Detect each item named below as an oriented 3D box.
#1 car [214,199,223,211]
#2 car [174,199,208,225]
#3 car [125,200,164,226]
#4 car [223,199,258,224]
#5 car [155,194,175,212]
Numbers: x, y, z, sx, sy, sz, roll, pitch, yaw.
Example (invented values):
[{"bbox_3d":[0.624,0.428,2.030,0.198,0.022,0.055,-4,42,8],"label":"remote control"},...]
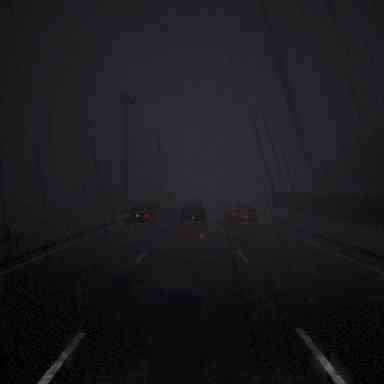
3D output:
[{"bbox_3d":[3.768,1.555,41.080,1.994,1.385,4.181,0,0,1],"label":"car"},{"bbox_3d":[0.102,1.487,24.252,2.128,1.511,4.902,0,0,1],"label":"car"},{"bbox_3d":[-3.411,1.543,23.440,2.033,1.411,5.357,0,0,0],"label":"car"},{"bbox_3d":[3.611,1.472,24.696,1.882,1.535,5.008,0,0,1],"label":"car"},{"bbox_3d":[-3.251,1.215,39.620,2.150,2.045,5.566,0,0,1],"label":"car"}]
